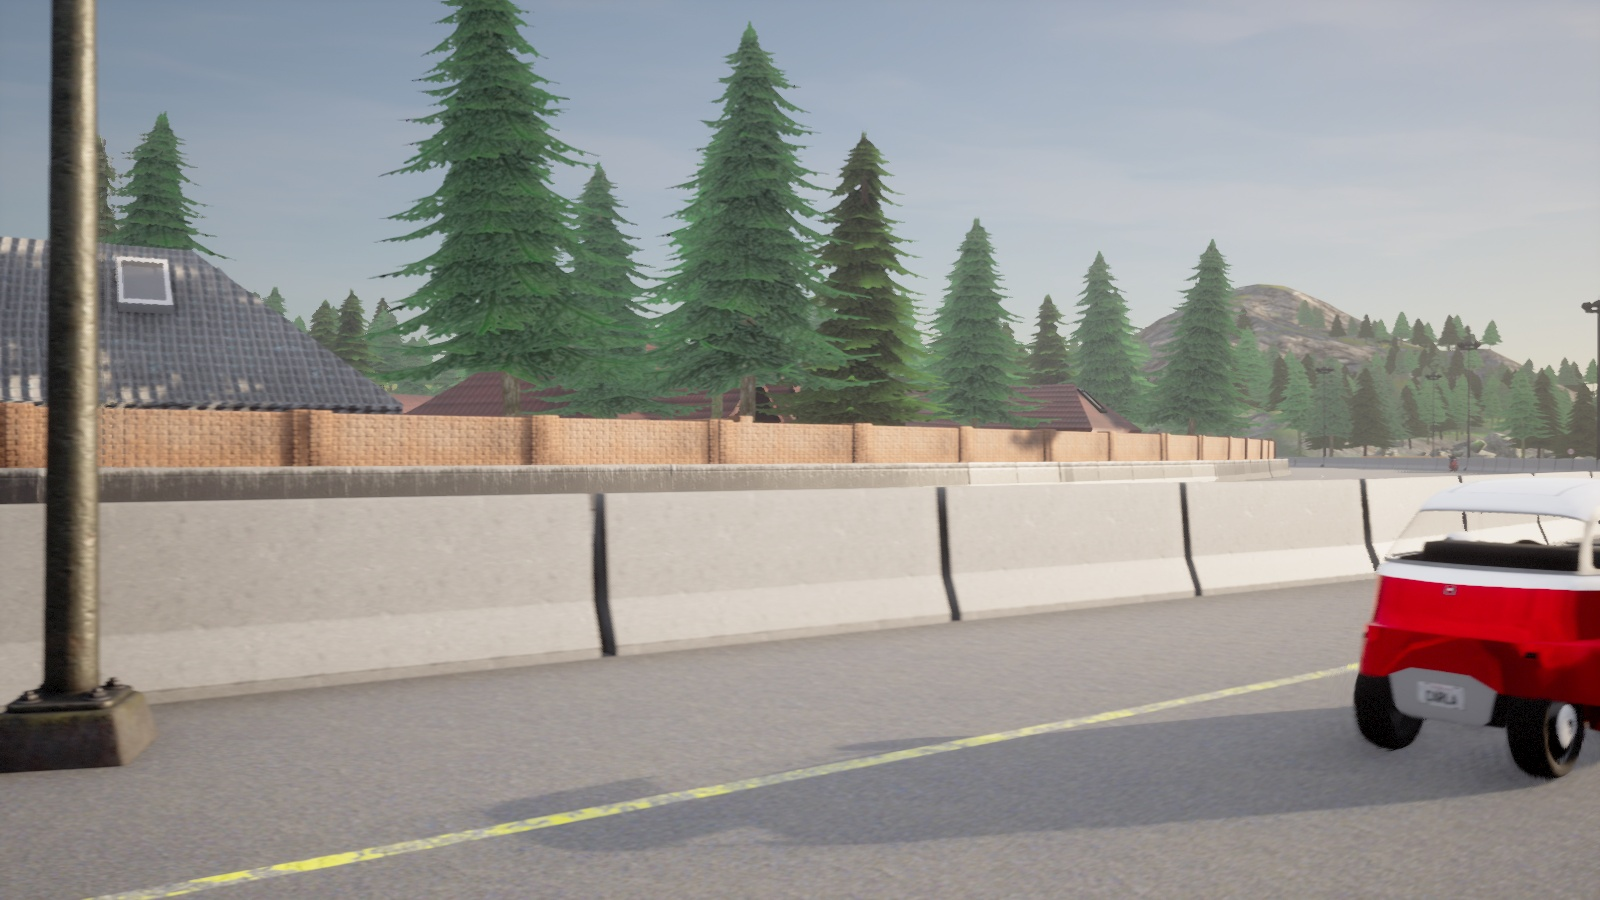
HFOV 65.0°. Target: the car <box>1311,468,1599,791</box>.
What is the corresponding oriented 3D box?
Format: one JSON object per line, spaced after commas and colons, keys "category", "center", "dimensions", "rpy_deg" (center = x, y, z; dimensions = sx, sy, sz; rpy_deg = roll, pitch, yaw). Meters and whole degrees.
{"category": "car", "center": [4.014, 0.809, 6.699], "dimensions": [2.207, 1.376, 1.481], "rpy_deg": [0, 0, -38]}
